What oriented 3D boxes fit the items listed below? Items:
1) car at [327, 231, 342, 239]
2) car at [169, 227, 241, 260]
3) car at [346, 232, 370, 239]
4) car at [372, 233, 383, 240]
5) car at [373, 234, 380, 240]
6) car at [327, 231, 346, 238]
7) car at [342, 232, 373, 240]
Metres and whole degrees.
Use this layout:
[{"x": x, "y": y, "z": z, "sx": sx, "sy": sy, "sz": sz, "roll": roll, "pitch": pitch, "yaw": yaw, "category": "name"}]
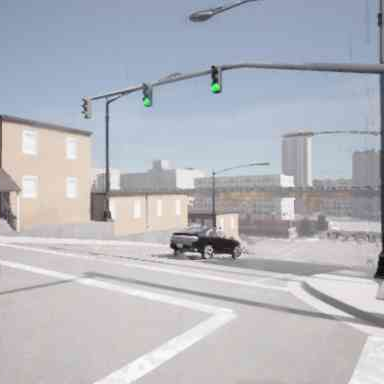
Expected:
[{"x": 34.400, "y": 10.224, "z": 79.331, "sx": 2.038, "sy": 1.542, "sz": 4.974, "roll": 0, "pitch": -1, "yaw": -12, "category": "car"}, {"x": 0.832, "y": 2.599, "z": 17.033, "sx": 2.128, "sy": 1.511, "sz": 4.902, "roll": -1, "pitch": -10, "yaw": 35, "category": "car"}, {"x": 38.255, "y": 10.011, "z": 76.734, "sx": 4.536, "sy": 1.218, "sz": 1.853, "roll": 0, "pitch": -1, "yaw": -2, "category": "car"}, {"x": 43.049, "y": 9.953, "z": 74.389, "sx": 1.853, "sy": 1.218, "sz": 4.536, "roll": 0, "pitch": -1, "yaw": -27, "category": "car"}, {"x": 43.073, "y": 10.110, "z": 74.341, "sx": 2.038, "sy": 1.542, "sz": 4.974, "roll": 0, "pitch": -1, "yaw": -27, "category": "car"}, {"x": 34.388, "y": 10.068, "z": 79.384, "sx": 1.853, "sy": 1.218, "sz": 4.536, "roll": 0, "pitch": -1, "yaw": -12, "category": "car"}, {"x": 38.204, "y": 10.169, "z": 76.730, "sx": 4.974, "sy": 1.542, "sz": 2.038, "roll": 0, "pitch": -1, "yaw": -2, "category": "car"}]
